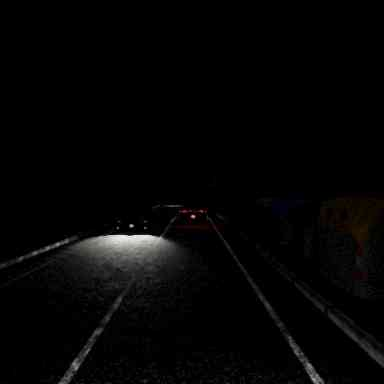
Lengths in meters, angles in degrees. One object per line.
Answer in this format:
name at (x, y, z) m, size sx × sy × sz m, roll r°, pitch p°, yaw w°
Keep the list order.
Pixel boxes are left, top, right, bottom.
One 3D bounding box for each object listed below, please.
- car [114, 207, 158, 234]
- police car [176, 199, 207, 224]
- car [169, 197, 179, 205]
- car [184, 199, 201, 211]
car at (-3.120, 1.557, 19.191) m, size 1.994 × 1.385 × 4.181 m, roll 0°, pitch 0°, yaw 0°
police car at (0.072, 1.521, 25.103) m, size 2.038 × 1.542 × 4.974 m, roll 0°, pitch 0°, yaw 0°
car at (-3.093, 1.701, 60.937) m, size 2.033 × 1.411 × 5.357 m, roll 0°, pitch 0°, yaw 0°
car at (0.050, 1.638, 42.816) m, size 2.033 × 1.411 × 5.357 m, roll 0°, pitch 0°, yaw 0°
